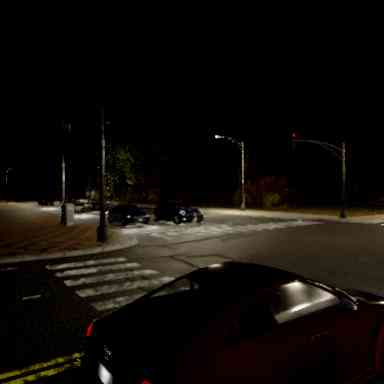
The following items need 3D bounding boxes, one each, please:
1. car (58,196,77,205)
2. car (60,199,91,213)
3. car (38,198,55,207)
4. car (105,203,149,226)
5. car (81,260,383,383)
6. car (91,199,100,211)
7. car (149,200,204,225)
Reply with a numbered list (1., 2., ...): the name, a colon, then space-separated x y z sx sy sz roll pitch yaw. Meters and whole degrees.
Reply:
1. car: -20.810 1.354 55.504 1.895 1.301 4.718 -1 0 -33
2. car: -13.657 1.624 38.353 2.128 1.511 4.902 -1 0 -33
3. car: -23.549 1.675 53.761 2.128 1.511 4.902 -1 0 -33
4. car: -4.783 1.642 24.676 1.812 1.442 4.674 -1 0 -33
5. car: 0.876 1.585 4.065 4.181 1.385 1.994 1 0 -36
6. car: -12.168 1.639 42.029 2.033 1.411 5.357 -1 0 -33
7. car: -1.066 1.425 25.028 2.097 1.767 4.553 -1 0 -35
